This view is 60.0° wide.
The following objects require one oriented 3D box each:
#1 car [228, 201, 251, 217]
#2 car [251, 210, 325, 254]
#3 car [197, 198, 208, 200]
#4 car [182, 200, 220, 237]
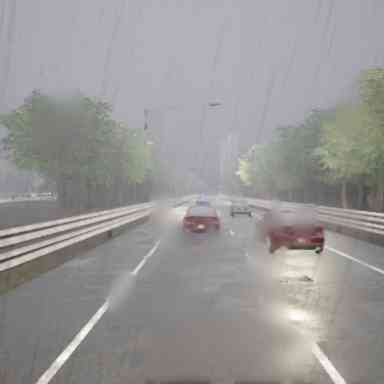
[{"bbox_3d":[4.467,1.555,31.462,2.033,1.411,5.357,0,0,2],"label":"car"},{"bbox_3d":[3.836,1.492,13.722,1.882,1.535,5.008,0,0,2],"label":"car"},{"bbox_3d":[1.367,1.457,43.153,1.882,1.535,5.008,0,0,2],"label":"car"},{"bbox_3d":[0.520,1.461,18.153,1.882,1.535,5.008,0,0,2],"label":"car"}]
